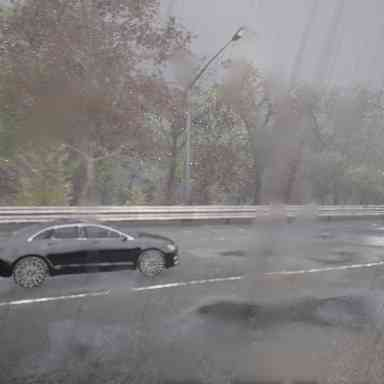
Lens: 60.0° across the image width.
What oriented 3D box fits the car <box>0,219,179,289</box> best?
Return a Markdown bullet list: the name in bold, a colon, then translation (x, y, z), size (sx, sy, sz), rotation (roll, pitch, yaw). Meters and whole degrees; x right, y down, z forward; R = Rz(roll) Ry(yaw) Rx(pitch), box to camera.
- **car**: translation (-2.767, 1.487, 8.963), size (4.902, 1.511, 2.128), rotation (1, 0, -24)
